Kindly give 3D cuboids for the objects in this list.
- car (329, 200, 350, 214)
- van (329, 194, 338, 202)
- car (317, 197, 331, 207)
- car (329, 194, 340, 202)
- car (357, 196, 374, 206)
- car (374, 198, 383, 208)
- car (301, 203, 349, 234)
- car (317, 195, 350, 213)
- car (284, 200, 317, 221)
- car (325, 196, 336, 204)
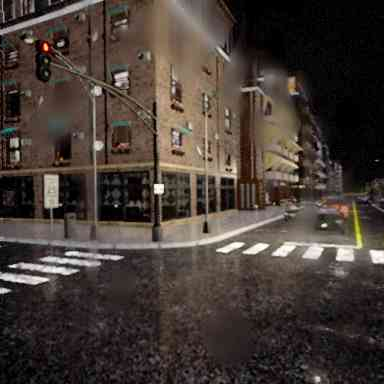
[{"bbox_3d":[16.474,1.597,37.058,1.994,1.385,4.181,-1,0,26],"label":"car"},{"bbox_3d":[33.215,1.485,78.083,1.690,1.788,3.998,-1,-1,26],"label":"van"},{"bbox_3d":[20.796,1.612,52.261,1.752,1.417,4.829,-1,-1,26],"label":"car"},{"bbox_3d":[35.683,1.473,83.215,2.192,1.841,5.009,-1,-1,26],"label":"car"},{"bbox_3d":[29.540,1.601,57.063,1.994,1.385,4.181,-1,0,26],"label":"car"},{"bbox_3d":[28.427,1.545,48.792,2.008,1.369,4.403,-1,-1,26],"label":"car"},{"bbox_3d":[7.803,1.575,19.259,1.994,1.385,4.181,-1,0,26],"label":"car"},{"bbox_3d":[12.067,1.374,28.083,2.097,1.767,4.553,-1,0,26],"label":"car"},{"bbox_3d":[8.521,1.598,26.747,2.008,1.369,4.403,-1,-1,26],"label":"car"},{"bbox_3d":[28.205,1.644,67.661,1.752,1.417,4.829,-1,-1,26],"label":"car"}]
